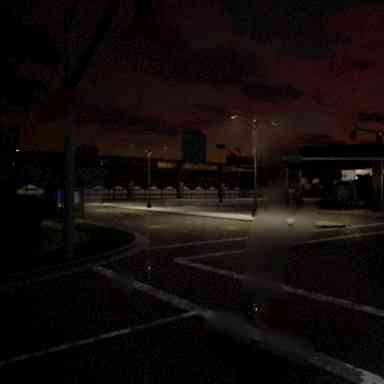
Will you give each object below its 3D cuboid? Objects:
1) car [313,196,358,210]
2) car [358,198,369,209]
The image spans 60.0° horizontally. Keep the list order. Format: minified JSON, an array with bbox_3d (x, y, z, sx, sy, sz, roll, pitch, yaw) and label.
[{"bbox_3d":[16.907,1.292,40.246,2.242,1.667,4.611,0,0,-35],"label":"car"},{"bbox_3d":[21.175,1.453,44.167,1.970,1.475,3.806,0,0,-35],"label":"car"}]
